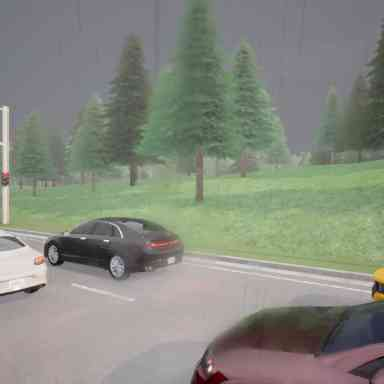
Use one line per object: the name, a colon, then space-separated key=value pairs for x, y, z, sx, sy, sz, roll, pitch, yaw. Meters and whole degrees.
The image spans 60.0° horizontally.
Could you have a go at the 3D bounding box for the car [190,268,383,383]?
car: x=2.027 y=1.564 z=2.546 sx=4.181 sy=1.385 sz=1.994 roll=0 pitch=0 yaw=35

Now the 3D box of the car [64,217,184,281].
car: x=-2.492 y=1.505 z=9.958 sx=4.892 sy=1.490 sz=1.837 roll=0 pitch=0 yaw=36

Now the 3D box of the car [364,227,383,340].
car: x=5.279 y=1.478 z=4.523 sx=5.008 sy=1.535 sz=1.882 roll=0 pitch=0 yaw=36

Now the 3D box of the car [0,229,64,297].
car: x=-5.125 y=1.526 z=7.548 sx=4.674 sy=1.442 sz=1.812 roll=0 pitch=0 yaw=36
